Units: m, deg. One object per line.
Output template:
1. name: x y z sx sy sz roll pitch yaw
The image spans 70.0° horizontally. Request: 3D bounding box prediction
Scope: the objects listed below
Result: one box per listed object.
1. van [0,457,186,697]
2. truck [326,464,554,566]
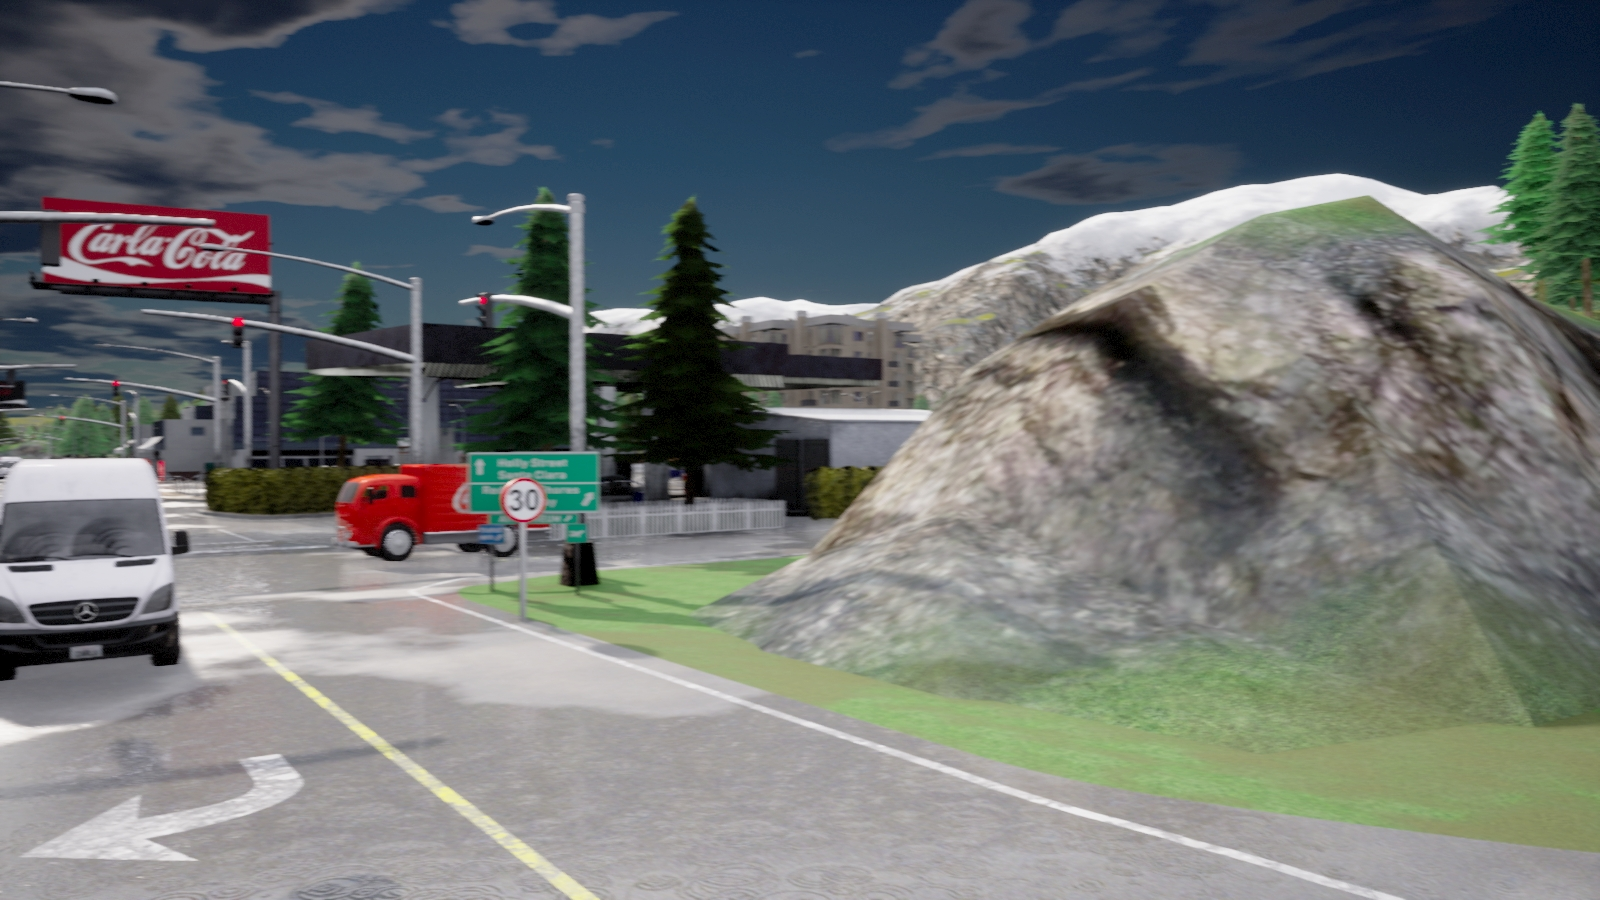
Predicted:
1. van: -9.666 1.407 15.415 1.988 2.561 5.915 -1 0 -32
2. truck: -9.540 1.610 30.405 5.204 2.467 2.627 1 -1 -37
